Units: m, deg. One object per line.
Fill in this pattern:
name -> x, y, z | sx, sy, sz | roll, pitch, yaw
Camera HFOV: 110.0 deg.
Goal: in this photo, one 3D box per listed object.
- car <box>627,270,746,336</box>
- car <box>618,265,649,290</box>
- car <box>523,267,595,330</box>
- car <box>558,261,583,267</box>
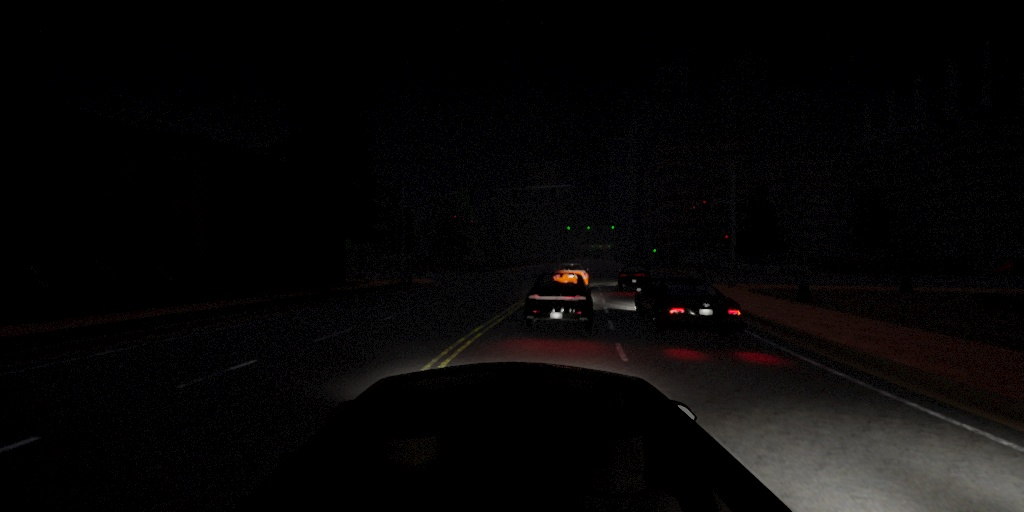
car -> 4.912, 1.330, 10.652 | 2.033, 1.411, 5.357 | 0, 0, 11
car -> 7.923, 1.295, 22.940 | 1.882, 1.535, 5.008 | 0, 0, 21
car -> 1.538, 1.267, 11.285 | 2.128, 1.511, 4.902 | 0, 0, 10
car -> 3.672, 1.158, 22.286 | 2.097, 1.767, 4.553 | 0, 0, 11
